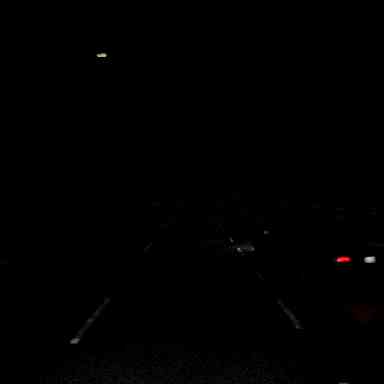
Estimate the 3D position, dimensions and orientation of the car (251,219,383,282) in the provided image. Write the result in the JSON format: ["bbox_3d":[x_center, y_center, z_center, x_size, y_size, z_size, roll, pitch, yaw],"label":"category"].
[{"bbox_3d":[3.414,1.488,9.627,2.033,1.411,5.357,0,0,-9],"label":"car"}]
